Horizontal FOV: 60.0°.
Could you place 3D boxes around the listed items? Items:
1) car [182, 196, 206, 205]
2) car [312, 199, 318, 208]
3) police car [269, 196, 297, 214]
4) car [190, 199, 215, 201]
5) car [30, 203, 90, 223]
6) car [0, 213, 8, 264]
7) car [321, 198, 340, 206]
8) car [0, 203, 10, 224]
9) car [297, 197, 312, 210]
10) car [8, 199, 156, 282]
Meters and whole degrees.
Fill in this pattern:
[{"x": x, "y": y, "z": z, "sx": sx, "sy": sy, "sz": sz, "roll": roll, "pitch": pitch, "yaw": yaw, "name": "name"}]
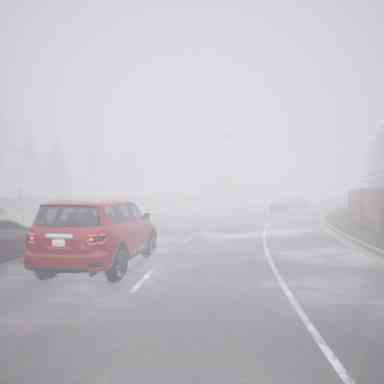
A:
[{"x": 0.353, "y": 1.579, "z": 63.747, "sx": 2.128, "sy": 1.511, "sz": 4.902, "roll": 0, "pitch": 0, "yaw": 36, "name": "car"}, {"x": 17.258, "y": 1.604, "z": 49.535, "sx": 1.801, "sy": 1.575, "sz": 5.366, "roll": 0, "pitch": 0, "yaw": 35, "name": "car"}, {"x": 10.096, "y": 1.523, "z": 37.555, "sx": 1.930, "sy": 1.638, "sz": 5.238, "roll": 0, "pitch": 0, "yaw": 26, "name": "police car"}, {"x": 2.497, "y": 1.638, "z": 60.726, "sx": 2.033, "sy": 1.411, "sz": 5.357, "roll": 0, "pitch": 0, "yaw": 36, "name": "car"}, {"x": -10.238, "y": 1.585, "z": 26.259, "sx": 1.895, "sy": 1.301, "sz": 4.718, "roll": 0, "pitch": 0, "yaw": 16, "name": "car"}, {"x": -6.116, "y": 1.509, "z": 10.104, "sx": 1.812, "sy": 1.442, "sz": 4.674, "roll": 0, "pitch": 0, "yaw": 6, "name": "car"}, {"x": 25.567, "y": 1.771, "z": 61.247, "sx": 4.181, "sy": 1.385, "sz": 1.994, "roll": 0, "pitch": 0, "yaw": -43, "name": "car"}, {"x": -14.747, "y": 1.521, "z": 22.506, "sx": 1.994, "sy": 1.385, "sz": 4.181, "roll": 0, "pitch": 0, "yaw": 13, "name": "car"}, {"x": 14.249, "y": 1.479, "z": 45.017, "sx": 2.097, "sy": 1.767, "sz": 4.553, "roll": 0, "pitch": 0, "yaw": 32, "name": "car"}, {"x": -2.638, "y": 1.222, "z": 10.019, "sx": 2.150, "sy": 2.045, "sz": 5.566, "roll": 0, "pitch": 0, "yaw": 7, "name": "car"}]
